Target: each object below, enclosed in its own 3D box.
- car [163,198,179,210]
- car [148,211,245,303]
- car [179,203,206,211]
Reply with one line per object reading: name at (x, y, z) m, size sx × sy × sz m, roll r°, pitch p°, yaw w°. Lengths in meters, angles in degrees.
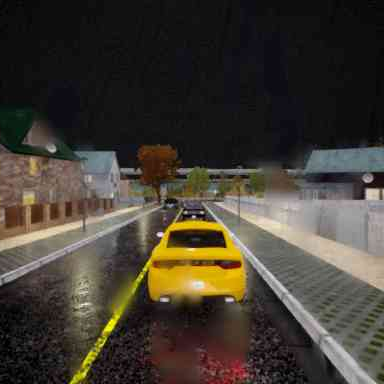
car at (-2.666, 1.525, 43.581) m, size 1.812 × 1.442 × 4.674 m, roll 0°, pitch 0°, yaw 1°
car at (0.099, 1.472, 8.270) m, size 1.882 × 1.535 × 5.008 m, roll 0°, pitch 0°, yaw 0°
car at (0.153, 1.594, 27.407) m, size 1.895 × 1.301 × 4.718 m, roll 0°, pitch 0°, yaw 0°
